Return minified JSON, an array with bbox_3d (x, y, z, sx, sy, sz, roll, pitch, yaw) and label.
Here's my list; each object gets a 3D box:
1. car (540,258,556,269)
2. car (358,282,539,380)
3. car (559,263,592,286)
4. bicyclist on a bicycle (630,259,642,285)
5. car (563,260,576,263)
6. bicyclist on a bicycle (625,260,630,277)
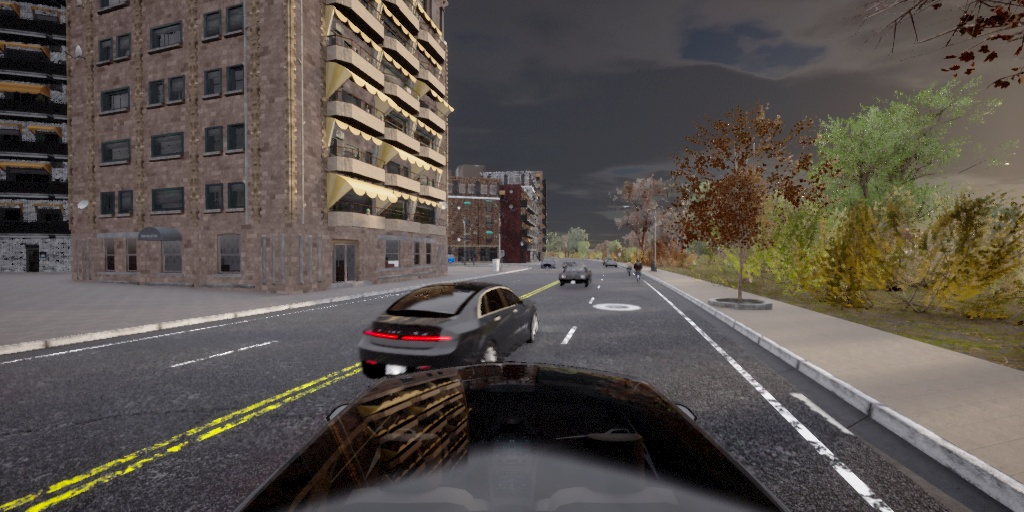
[{"bbox_3d":[5.646,1.084,55.609,2.097,1.767,4.553,0,0,11],"label":"car"},{"bbox_3d":[-0.794,1.254,6.999,1.837,1.490,4.892,0,0,17],"label":"car"},{"bbox_3d":[4.483,1.346,24.780,1.895,1.301,4.718,0,0,16],"label":"car"},{"bbox_3d":[8.653,1.113,24.672,0.659,1.776,1.843,0,0,16],"label":"bicyclist on a bicycle"},{"bbox_3d":[8.671,1.297,54.273,1.994,1.385,4.181,0,0,14],"label":"car"},{"bbox_3d":[11.380,1.175,34.786,0.866,1.612,1.509,0,0,15],"label":"bicyclist on a bicycle"}]
